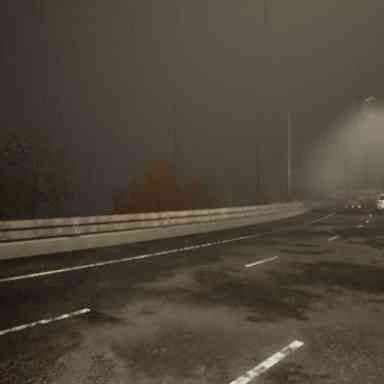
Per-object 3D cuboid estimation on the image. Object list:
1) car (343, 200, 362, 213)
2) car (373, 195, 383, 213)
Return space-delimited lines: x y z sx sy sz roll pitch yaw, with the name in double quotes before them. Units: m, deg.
"car" 18.272 1.635 37.857 2.033 1.411 5.357 0 0 25
"car" 22.406 1.318 38.550 2.150 2.045 5.566 0 0 24
